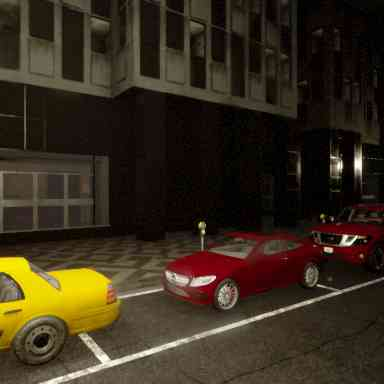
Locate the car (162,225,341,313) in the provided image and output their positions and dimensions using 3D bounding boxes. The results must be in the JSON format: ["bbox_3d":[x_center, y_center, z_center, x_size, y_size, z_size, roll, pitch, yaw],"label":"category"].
[{"bbox_3d":[1.331,1.581,7.593,4.206,1.307,1.802,0,0,-35],"label":"car"}]

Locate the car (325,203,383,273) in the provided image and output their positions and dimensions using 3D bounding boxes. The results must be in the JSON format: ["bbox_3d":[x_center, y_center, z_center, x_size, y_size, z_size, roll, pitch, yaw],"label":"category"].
[{"bbox_3d":[5.897,1.314,10.839,5.009,1.841,2.192,0,0,-35],"label":"car"}]

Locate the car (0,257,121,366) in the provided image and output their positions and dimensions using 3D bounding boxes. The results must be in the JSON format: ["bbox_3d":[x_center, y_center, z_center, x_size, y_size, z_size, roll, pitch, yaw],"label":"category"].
[{"bbox_3d":[-3.374,1.525,4.249,4.829,1.417,1.752,0,0,-35],"label":"car"}]
